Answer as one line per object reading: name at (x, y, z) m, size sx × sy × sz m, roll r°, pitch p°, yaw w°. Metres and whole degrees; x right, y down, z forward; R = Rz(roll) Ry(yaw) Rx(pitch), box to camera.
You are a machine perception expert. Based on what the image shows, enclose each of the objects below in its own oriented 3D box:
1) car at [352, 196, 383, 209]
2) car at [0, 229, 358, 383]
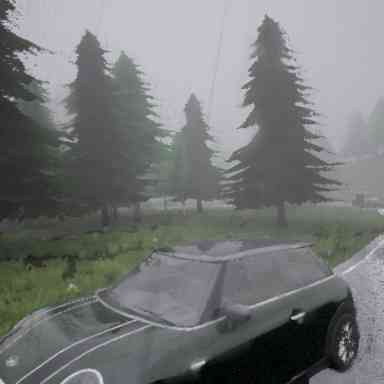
car at (22.565, 1.316, 42.311) m, size 1.882 × 1.535 × 5.008 m, roll -4°, pitch 2°, yaw -9°
car at (0.105, 1.427, 4.019) m, size 4.553 × 1.767 × 2.097 m, roll 1°, pitch -2°, yaw -41°
